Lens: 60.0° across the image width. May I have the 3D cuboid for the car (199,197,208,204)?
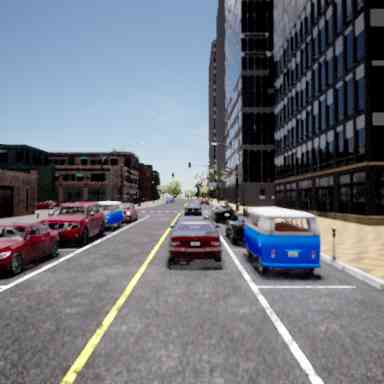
[{"bbox_3d":[2.716,2.006,71.151,1.967,1.590,4.097,1,0,0],"label":"car"}]

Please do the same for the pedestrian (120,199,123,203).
[{"bbox_3d":[-12.533,1.827,59.150,0.375,1.860,0.375,0,-1,1],"label":"pedestrian"}]

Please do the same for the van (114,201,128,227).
[{"bbox_3d":[-5.671,1.516,21.974,1.690,1.788,3.998,1,0,0],"label":"van"}]

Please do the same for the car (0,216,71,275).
[{"bbox_3d":[-5.677,1.667,10.685,1.802,1.307,4.206,1,0,0],"label":"car"}]

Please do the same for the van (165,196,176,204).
[{"bbox_3d":[-5.661,1.996,82.237,1.690,1.788,3.998,1,0,0],"label":"van"}]

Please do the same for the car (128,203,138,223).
[{"bbox_3d":[-5.672,1.659,27.617,1.967,1.590,4.097,1,0,0],"label":"car"}]

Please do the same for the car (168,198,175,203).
[{"bbox_3d":[-5.662,2.325,93.303,1.802,1.307,4.206,1,0,0],"label":"car"}]

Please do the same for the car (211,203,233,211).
[{"bbox_3d":[2.673,1.785,27.561,1.947,1.339,4.313,1,0,0],"label":"car"}]

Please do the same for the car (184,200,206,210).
[{"bbox_3d":[0.110,1.820,34.455,2.033,1.411,5.357,0,0,0],"label":"car"}]

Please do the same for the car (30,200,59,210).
[{"bbox_3d":[-24.956,2.175,56.355,4.097,1.590,1.967,-1,-1,1],"label":"car"}]

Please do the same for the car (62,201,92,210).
[{"bbox_3d":[-19.408,2.248,56.281,4.313,1.339,1.947,-1,-1,1],"label":"car"}]

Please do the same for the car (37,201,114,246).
[{"bbox_3d":[-5.672,1.445,16.330,2.192,1.841,5.009,1,0,0],"label":"car"}]

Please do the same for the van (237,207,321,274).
[{"bbox_3d":[2.674,1.426,10.630,1.690,1.788,3.998,1,0,0],"label":"van"}]

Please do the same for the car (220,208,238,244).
[{"bbox_3d":[2.671,1.695,16.272,1.947,1.339,4.313,1,0,0],"label":"car"}]

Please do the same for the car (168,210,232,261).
[{"bbox_3d":[0.103,1.648,12.662,2.033,1.411,5.357,0,0,0],"label":"car"}]
